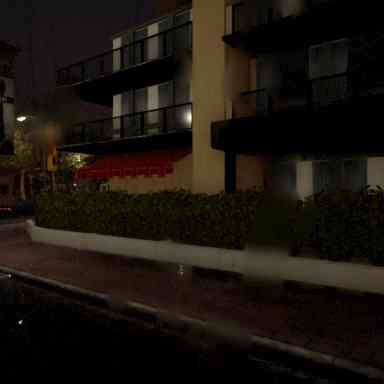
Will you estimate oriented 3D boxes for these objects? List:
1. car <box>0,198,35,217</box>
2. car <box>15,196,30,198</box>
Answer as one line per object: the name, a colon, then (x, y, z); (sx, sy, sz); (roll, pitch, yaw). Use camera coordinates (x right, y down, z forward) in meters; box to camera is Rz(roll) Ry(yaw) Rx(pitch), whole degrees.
car: (-14.859, 1.547, 31.162); (2.033, 1.411, 5.357); (0, 0, 35)
car: (-35.696, 1.481, 67.692); (4.892, 1.521, 2.231); (0, 0, 36)
